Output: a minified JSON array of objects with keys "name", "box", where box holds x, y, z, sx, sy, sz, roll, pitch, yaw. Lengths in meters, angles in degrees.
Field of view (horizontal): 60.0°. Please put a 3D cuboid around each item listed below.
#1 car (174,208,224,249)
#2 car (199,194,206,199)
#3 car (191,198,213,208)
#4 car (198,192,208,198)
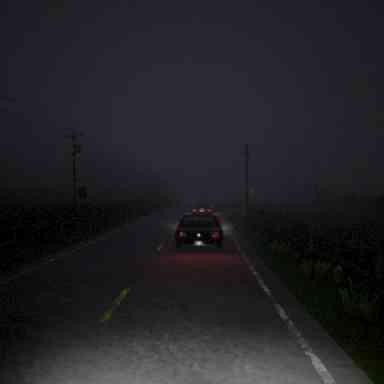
[{"name":"car","box":[0.342,1.613,14.598,1.895,1.301,4.718,0,0,2]},{"name":"car","box":[3.009,1.334,95.088,1.837,1.490,4.892,0,0,2]},{"name":"car","box":[0.913,1.561,29.558,2.033,1.411,5.357,0,0,2]},{"name":"car","box":[2.643,1.124,81.788,2.150,2.045,5.566,0,0,2]}]
